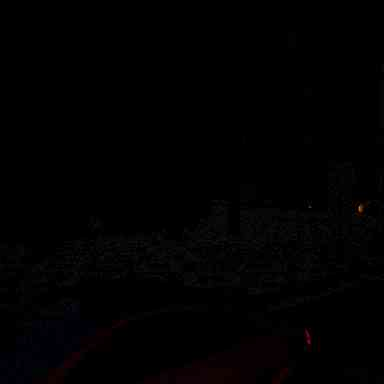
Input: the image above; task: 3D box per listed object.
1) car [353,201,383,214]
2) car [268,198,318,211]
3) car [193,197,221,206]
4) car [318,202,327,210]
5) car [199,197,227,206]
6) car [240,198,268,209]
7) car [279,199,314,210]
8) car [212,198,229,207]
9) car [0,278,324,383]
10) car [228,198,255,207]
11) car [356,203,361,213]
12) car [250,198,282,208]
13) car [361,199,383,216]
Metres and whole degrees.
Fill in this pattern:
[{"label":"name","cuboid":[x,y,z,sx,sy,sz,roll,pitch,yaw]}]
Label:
[{"label":"car","cuboid":[21.080,1.735,38.033,1.947,1.339,4.313,2,-1,-36]},{"label":"car","cuboid":[12.205,1.510,40.350,2.128,1.511,4.902,2,-1,-36]},{"label":"car","cuboid":[2.399,1.536,54.074,1.837,1.490,4.892,2,-2,-35]},{"label":"car","cuboid":[17.880,1.754,42.490,1.802,1.307,4.206,2,-1,-36]},{"label":"car","cuboid":[3.598,1.660,57.735,2.033,1.411,5.357,2,-1,-35]},{"label":"car","cuboid":[7.755,1.494,41.981,1.887,1.381,4.507,2,-1,-36]},{"label":"car","cuboid":[14.680,1.742,46.947,1.947,1.339,4.313,2,-1,-36]},{"label":"car","cuboid":[4.654,1.478,46.301,1.752,1.417,4.829,2,-1,-36]},{"label":"car","cuboid":[-0.779,1.564,2.823,4.181,1.385,1.994,0,0,-36]},{"label":"car","cuboid":[8.280,1.733,55.861,2.008,1.369,4.403,2,-1,-36]},{"label":"car","cuboid":[18.543,1.489,31.520,1.882,1.535,5.008,2,-1,-36]},{"label":"car","cuboid":[11.381,1.705,51.543,1.752,1.417,4.829,2,-1,-36]},{"label":"car","cuboid":[17.340,1.380,28.635,1.967,1.590,4.097,2,-1,-37]}]
